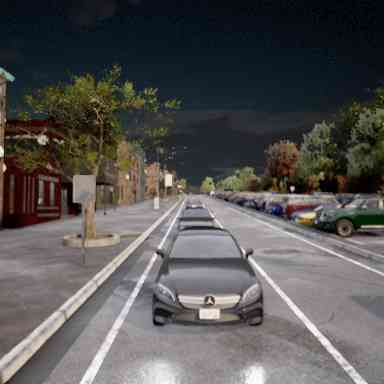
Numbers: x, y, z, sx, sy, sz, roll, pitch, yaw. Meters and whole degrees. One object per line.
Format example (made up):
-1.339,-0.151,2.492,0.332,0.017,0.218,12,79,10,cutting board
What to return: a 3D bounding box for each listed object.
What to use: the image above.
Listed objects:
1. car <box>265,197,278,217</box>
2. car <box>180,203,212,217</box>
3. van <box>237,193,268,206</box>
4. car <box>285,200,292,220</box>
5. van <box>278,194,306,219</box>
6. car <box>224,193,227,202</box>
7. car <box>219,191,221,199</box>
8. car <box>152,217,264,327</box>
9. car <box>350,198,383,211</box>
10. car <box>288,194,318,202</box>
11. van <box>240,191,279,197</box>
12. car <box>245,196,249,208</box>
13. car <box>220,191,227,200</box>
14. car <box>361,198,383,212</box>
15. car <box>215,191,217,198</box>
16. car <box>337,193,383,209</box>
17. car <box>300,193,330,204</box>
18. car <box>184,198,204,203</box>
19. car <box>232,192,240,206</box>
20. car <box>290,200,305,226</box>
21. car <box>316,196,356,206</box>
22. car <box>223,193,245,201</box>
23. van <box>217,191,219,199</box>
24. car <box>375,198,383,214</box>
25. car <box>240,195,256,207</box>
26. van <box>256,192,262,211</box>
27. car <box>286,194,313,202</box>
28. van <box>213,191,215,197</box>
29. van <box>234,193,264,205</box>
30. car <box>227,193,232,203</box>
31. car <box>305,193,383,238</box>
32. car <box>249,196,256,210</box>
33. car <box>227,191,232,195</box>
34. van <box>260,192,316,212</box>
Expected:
9.211,1.472,28.622,5.008,1.535,2.097,0,0,0,car
0.203,1.539,17.788,2.033,1.411,5.357,0,0,0,car
9.187,1.134,51.056,4.442,1.987,1.878,0,0,0,van
9.256,1.515,23.016,4.674,1.452,2.002,0,0,0,car
9.351,1.248,25.820,4.442,1.987,1.878,0,0,0,van
8.995,1.304,62.270,4.674,1.452,2.002,0,0,0,car
8.933,0.965,67.874,5.566,2.045,2.435,0,0,0,car
0.256,1.527,7.209,1.812,1.442,4.674,0,0,0,car
22.247,1.468,40.576,4.792,1.488,2.163,0,0,0,car
21.871,1.235,65.555,5.366,1.575,1.946,0,0,0,car
9.224,1.181,45.452,4.442,1.987,1.878,0,0,0,van
9.141,1.481,39.842,4.674,1.452,2.002,0,0,0,car
8.951,0.989,65.071,5.566,2.045,2.435,0,0,0,car
22.207,1.484,37.793,4.792,1.488,2.163,0,0,0,car
8.865,1.097,81.892,5.008,1.535,2.097,0,0,0,car
22.172,1.170,43.349,5.566,2.045,2.435,0,0,0,car
22.123,1.159,60.005,4.553,1.767,2.185,0,0,0,car
0.201,1.427,37.299,2.128,1.511,4.902,0,0,0,car
9.061,1.132,48.251,5.566,2.045,2.435,0,1,0,car
9.086,1.474,20.212,5.366,1.575,1.946,0,0,0,car
22.333,1.353,51.679,5.366,1.575,1.946,0,1,0,car
8.912,1.067,70.678,4.553,1.767,2.185,0,0,0,car
8.772,0.895,79.086,4.442,1.987,1.878,0,0,0,van
22.439,1.458,35.022,5.366,1.575,1.946,0,0,0,car
9.132,1.426,42.645,4.892,1.521,2.231,0,0,0,car
9.297,1.236,34.232,4.442,1.987,1.878,0,0,0,van
22.044,1.215,68.333,4.892,1.521,2.231,0,0,0,car
8.699,0.800,90.298,4.442,1.987,1.878,0,0,0,van
9.169,1.110,53.859,4.442,1.987,1.878,0,0,0,van
9.028,1.313,56.664,4.892,1.521,2.231,0,0,0,car
9.261,1.228,17.409,5.566,2.045,2.435,0,0,0,car
9.191,1.484,37.035,4.792,1.488,2.163,0,0,0,car
9.047,1.162,59.466,4.553,1.767,2.185,0,0,0,car
9.082,1.243,31.429,4.442,1.987,1.878,0,0,0,van
